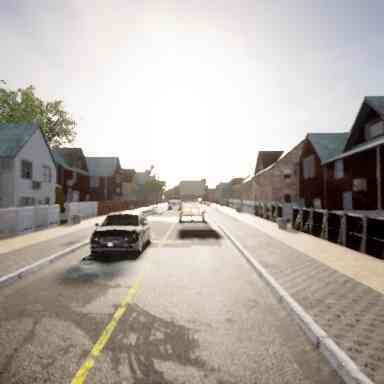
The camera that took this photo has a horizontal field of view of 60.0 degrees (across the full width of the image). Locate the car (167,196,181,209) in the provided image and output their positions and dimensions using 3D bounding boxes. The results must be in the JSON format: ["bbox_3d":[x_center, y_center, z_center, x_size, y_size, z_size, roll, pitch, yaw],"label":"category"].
[{"bbox_3d":[-2.800,1.738,54.800,2.150,2.045,5.566,0,-1,1],"label":"car"}]

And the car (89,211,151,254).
[{"bbox_3d":[-2.846,1.599,14.014,1.837,1.490,4.892,0,0,0],"label":"car"}]

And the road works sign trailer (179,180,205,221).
[{"bbox_3d":[0.003,0.690,29.762,2.380,3.560,2.880,0,-1,1],"label":"road works sign trailer"}]
